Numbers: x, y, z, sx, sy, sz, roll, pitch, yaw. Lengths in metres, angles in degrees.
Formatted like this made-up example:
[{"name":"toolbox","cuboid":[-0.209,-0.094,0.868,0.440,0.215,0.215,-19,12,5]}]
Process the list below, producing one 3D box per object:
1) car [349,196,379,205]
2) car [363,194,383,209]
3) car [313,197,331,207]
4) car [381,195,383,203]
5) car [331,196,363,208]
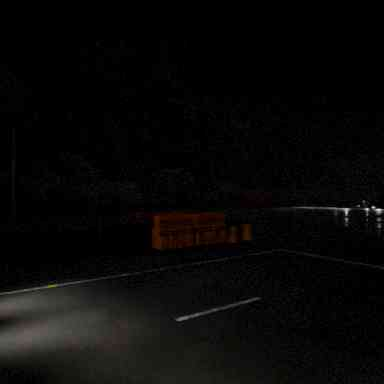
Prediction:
[{"name":"car","cuboid":[28.006,1.333,54.056,5.357,1.411,2.033,0,0,-35]},{"name":"car","cuboid":[24.586,1.330,43.048,4.892,1.490,1.837,0,0,-35]},{"name":"car","cuboid":[19.572,1.432,48.069,4.718,1.301,1.895,0,0,-35]},{"name":"car","cuboid":[36.469,1.265,60.016,4.902,1.511,2.128,0,0,-36]},{"name":"car","cuboid":[21.518,1.336,45.158,4.892,1.490,1.837,0,0,-35]}]
